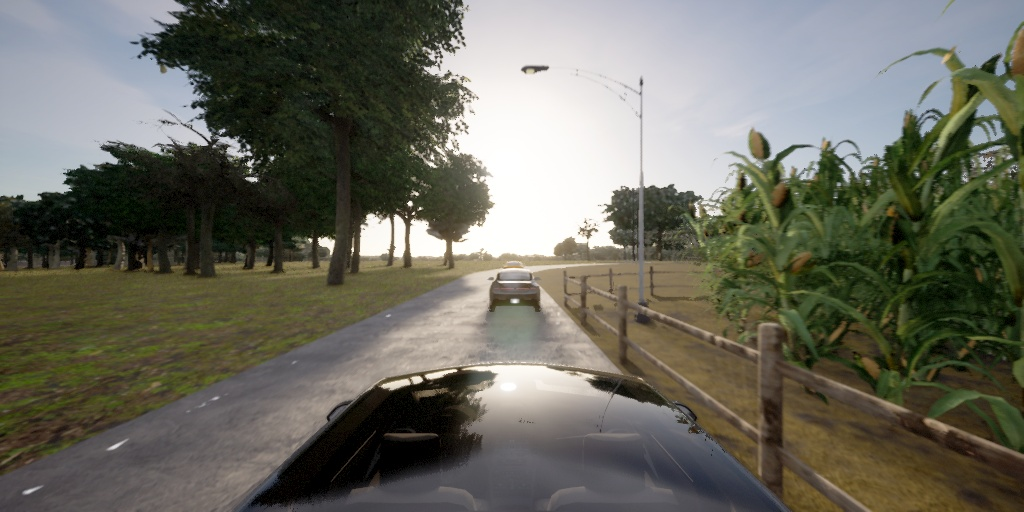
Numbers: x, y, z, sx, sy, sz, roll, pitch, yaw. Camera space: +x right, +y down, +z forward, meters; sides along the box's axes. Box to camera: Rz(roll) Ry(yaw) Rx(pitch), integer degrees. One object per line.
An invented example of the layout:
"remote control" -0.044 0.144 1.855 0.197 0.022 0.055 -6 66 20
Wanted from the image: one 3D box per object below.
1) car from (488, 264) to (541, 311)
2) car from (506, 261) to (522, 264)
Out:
"car" 0.100 1.256 14.413 1.837 1.490 4.892 0 0 0
"car" 0.203 1.204 32.730 1.882 1.535 5.008 0 0 2
